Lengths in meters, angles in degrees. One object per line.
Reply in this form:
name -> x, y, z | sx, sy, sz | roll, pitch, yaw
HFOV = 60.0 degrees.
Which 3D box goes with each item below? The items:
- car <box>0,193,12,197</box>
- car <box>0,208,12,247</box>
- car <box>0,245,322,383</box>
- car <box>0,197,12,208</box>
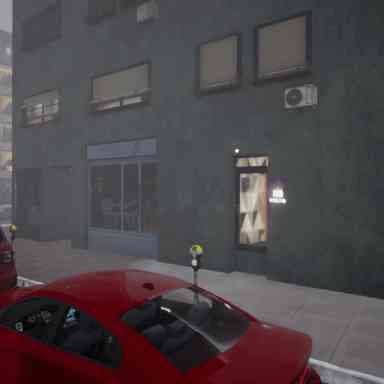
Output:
car -> -18.566, 1.031, 31.833 | 2.192, 1.841, 5.009 | 2, 2, 35
car -> -5.546, 1.314, 6.742 | 5.009, 1.841, 2.192 | 0, 0, 35
car -> -1.018, 1.544, 3.571 | 4.507, 1.381, 1.887 | 0, 0, 35
car -> -17.666, 1.368, 28.598 | 1.895, 1.301, 4.718 | 1, 1, 34
